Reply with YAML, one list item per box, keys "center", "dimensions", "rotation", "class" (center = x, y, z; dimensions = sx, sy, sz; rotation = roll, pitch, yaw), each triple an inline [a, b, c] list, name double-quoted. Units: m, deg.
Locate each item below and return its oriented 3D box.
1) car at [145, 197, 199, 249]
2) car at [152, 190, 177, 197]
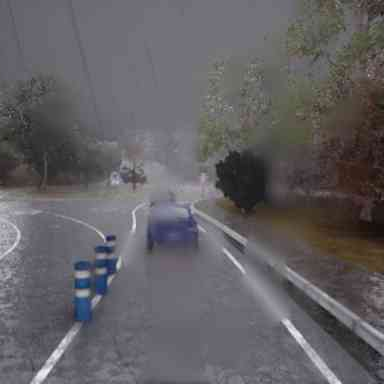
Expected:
- center: [-0.881, 1.247, 13.688]
  dimensions: [1.882, 1.535, 5.008]
  rotation: [0, 2, -6]
  class: "car"
- center: [-2.418, 0.509, 29.144]
  dimensions: [1.994, 1.385, 4.181]
  rotation: [0, 4, 2]
  class: "car"
